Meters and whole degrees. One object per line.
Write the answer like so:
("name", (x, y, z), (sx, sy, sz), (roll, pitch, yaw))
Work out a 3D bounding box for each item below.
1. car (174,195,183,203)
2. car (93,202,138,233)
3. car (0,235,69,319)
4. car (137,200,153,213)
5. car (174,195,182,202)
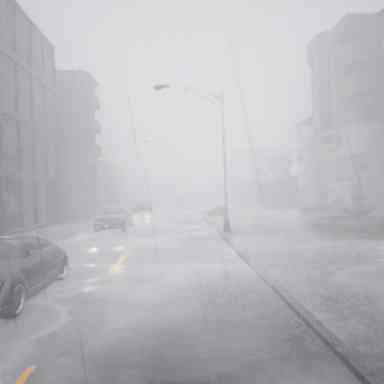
("car", (-2.891, 1.530, 71.079), (1.882, 1.535, 5.008), (-2, 0, -2))
("car", (-4.881, 1.655, 21.084), (1.837, 1.490, 4.892), (-2, 0, -2))
("car", (-4.310, 1.704, 7.453), (1.994, 1.385, 4.181), (-2, 0, -2))
("car", (-5.501, 1.632, 38.036), (1.994, 1.385, 4.181), (-2, 0, -2))
("car", (-3.330, 1.468, 81.447), (1.882, 1.535, 5.008), (-2, 0, -2))
